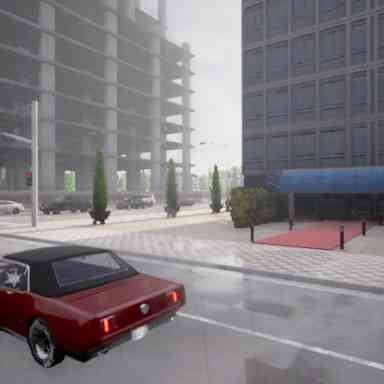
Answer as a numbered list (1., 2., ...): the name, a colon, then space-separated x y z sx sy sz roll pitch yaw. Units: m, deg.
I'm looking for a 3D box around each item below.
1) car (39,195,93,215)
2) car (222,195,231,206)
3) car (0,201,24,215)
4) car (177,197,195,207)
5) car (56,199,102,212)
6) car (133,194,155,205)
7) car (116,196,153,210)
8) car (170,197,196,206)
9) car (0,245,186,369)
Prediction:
1. car: -13.667 1.311 36.255 2.150 2.045 5.566 0 0 36
2. car: 7.088 1.573 52.752 1.837 1.490 4.892 0 0 36
3. car: -19.657 1.625 33.925 1.812 1.442 4.674 0 0 36
4. car: -1.679 1.636 52.870 2.033 1.411 5.357 0 0 36
5. car: -14.053 1.647 41.705 2.033 1.411 5.357 0 0 36
6. car: -7.928 1.320 50.199 2.150 2.045 5.566 0 0 36
7. car: -7.891 1.594 44.266 1.837 1.490 4.892 0 0 36
8. car: -1.532 1.590 59.014 2.128 1.511 4.902 0 0 36
9. car: -2.505 1.616 5.767 4.718 1.301 1.895 0 0 35
